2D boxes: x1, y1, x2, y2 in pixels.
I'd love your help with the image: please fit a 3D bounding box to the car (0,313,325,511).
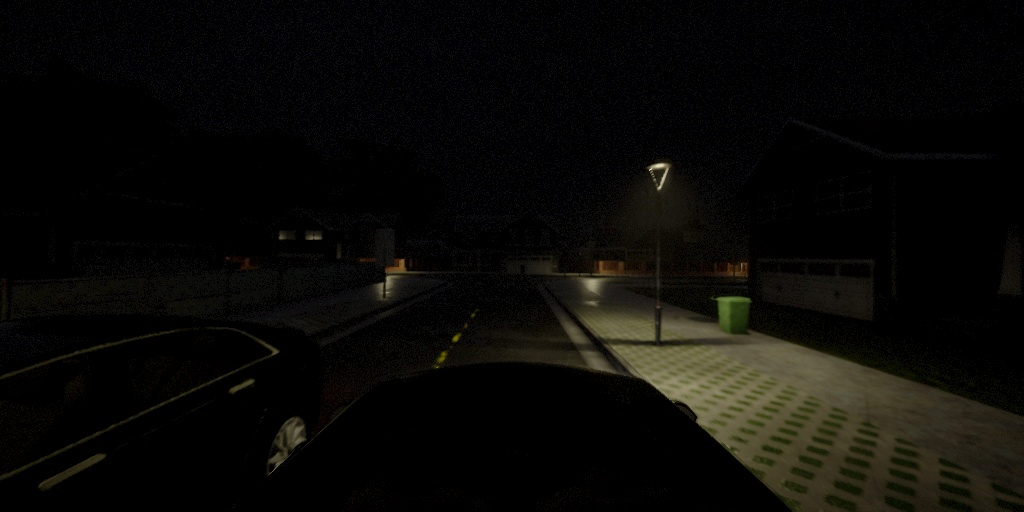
[{"bbox_3d":[-2.790,1.149,1.635,1.837,1.490,4.892,0,0,1],"label":"car"}]
